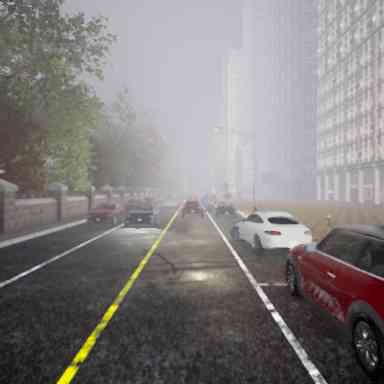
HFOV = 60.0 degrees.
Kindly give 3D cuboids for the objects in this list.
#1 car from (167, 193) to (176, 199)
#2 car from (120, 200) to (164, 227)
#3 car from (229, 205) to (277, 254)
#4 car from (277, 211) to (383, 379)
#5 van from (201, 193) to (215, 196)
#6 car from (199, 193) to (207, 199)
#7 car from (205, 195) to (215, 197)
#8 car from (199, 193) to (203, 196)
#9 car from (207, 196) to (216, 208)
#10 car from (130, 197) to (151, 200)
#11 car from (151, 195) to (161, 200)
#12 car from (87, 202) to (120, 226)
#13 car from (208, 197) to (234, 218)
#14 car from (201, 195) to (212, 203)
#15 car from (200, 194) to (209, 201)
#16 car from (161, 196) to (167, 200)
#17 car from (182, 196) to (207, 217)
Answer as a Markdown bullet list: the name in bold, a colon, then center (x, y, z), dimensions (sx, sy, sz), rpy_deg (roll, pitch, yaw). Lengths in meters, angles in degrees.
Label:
- **car**: center (-5.649, 1.113, 84.355), dimensions (1.947, 1.339, 4.313), rpy_deg (0, 0, 0)
- **car**: center (-3.087, 1.433, 21.565), dimensions (1.994, 1.385, 4.181), rpy_deg (0, 0, 0)
- **car**: center (2.996, 1.446, 12.977), dimensions (1.812, 1.442, 4.674), rpy_deg (0, 0, -7)
- **car**: center (3.116, 1.317, 5.619), dimensions (2.097, 1.767, 4.553), rpy_deg (0, 0, 0)
- **van**: center (2.715, 1.050, 50.558), dimensions (1.690, 1.788, 3.998), rpy_deg (0, 0, 0)
- **car**: center (2.731, 0.987, 84.351), dimensions (1.967, 1.590, 4.097), rpy_deg (0, 0, 0)
- **car**: center (2.710, 1.350, 39.294), dimensions (1.802, 1.307, 4.206), rpy_deg (0, 0, 0)
- **car**: center (0.118, 1.267, 48.498), dimensions (2.033, 1.411, 5.357), rpy_deg (0, 0, 0)
- **car**: center (2.707, 1.381, 33.662), dimensions (1.802, 1.307, 4.206), rpy_deg (0, 0, 0)
- **car**: center (-5.673, 1.344, 33.665), dimensions (1.887, 1.381, 4.507), rpy_deg (0, 0, 0)
- **car**: center (-5.668, 1.283, 44.929), dimensions (1.887, 1.381, 4.507), rpy_deg (0, 0, 0)
- **car**: center (-5.679, 1.409, 22.401), dimensions (1.887, 1.381, 4.507), rpy_deg (0, 0, 0)
- **car**: center (2.704, 1.383, 28.029), dimensions (2.008, 1.369, 4.403), rpy_deg (0, 0, 0)
- **car**: center (2.720, 1.235, 61.822), dimensions (1.802, 1.307, 4.206), rpy_deg (0, 0, 0)
- **car**: center (2.726, 1.182, 73.087), dimensions (1.802, 1.307, 4.206), rpy_deg (0, 0, 0)
- **car**: center (-5.663, 1.207, 56.024), dimensions (1.752, 1.417, 4.829), rpy_deg (0, 0, 0)
- **car**: center (0.081, 1.351, 29.088), dimensions (1.812, 1.442, 4.674), rpy_deg (0, 1, 0)
